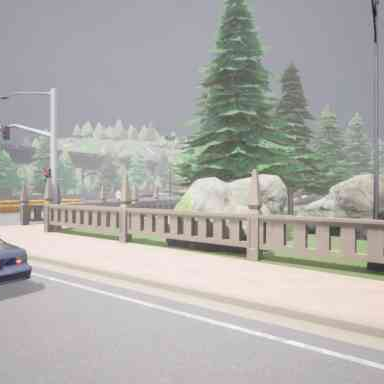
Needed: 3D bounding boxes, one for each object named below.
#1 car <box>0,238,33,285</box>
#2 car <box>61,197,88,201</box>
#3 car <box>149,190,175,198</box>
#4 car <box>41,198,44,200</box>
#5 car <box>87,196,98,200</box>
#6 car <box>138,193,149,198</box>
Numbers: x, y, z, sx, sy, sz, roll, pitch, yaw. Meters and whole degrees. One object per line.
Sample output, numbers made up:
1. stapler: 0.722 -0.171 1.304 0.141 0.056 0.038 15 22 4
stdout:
1. car: -6.146 1.547 8.340 5.357 1.411 2.033 0 0 36
2. car: -17.388 1.600 46.289 1.895 1.301 4.718 0 0 36
3. car: -5.621 0.479 68.642 2.150 2.045 5.566 0 5 35
4. car: -22.115 1.492 51.702 2.128 1.511 4.902 0 0 36
5. car: -17.185 1.475 52.575 1.882 1.535 5.008 0 0 36
6. car: -10.152 0.891 68.323 1.882 1.535 5.008 0 4 36
